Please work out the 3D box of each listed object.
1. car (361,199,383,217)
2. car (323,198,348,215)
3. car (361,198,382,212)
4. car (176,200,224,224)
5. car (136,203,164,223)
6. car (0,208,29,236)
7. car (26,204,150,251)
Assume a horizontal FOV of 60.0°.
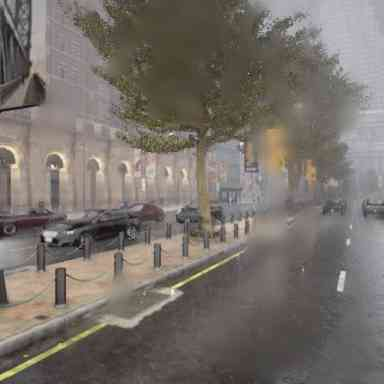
[{"bbox_3d":[16.964,1.479,30.923,2.128,1.511,4.902,0,0,27],"label":"car"},{"bbox_3d":[14.257,1.493,33.326,1.837,1.490,4.892,0,0,27],"label":"car"},{"bbox_3d":[21.298,1.533,39.649,2.033,1.411,5.357,0,0,27],"label":"car"},{"bbox_3d":[0.661,1.346,24.226,2.097,1.767,4.553,0,0,27],"label":"car"},{"bbox_3d":[-3.659,1.521,23.308,1.812,1.442,4.674,0,0,27],"label":"car"},{"bbox_3d":[-9.456,1.593,18.837,1.895,1.301,4.718,0,0,26],"label":"car"},{"bbox_3d":[-4.205,1.490,14.461,2.128,1.511,4.902,0,0,26],"label":"car"}]
